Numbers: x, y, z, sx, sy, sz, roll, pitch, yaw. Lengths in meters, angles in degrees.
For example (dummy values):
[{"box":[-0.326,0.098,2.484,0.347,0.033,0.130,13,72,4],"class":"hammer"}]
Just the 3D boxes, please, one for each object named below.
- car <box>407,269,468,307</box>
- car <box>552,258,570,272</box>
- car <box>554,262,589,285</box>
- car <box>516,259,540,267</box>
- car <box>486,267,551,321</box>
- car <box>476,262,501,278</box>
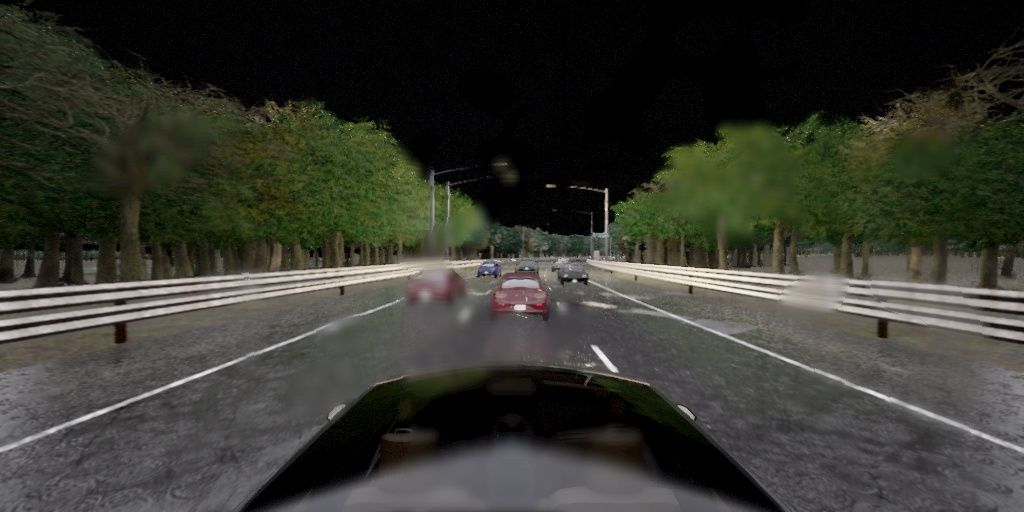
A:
[{"box":[-3.095,1.271,15.479,1.812,1.442,4.674,0,0,2],"class":"car"},{"box":[6.264,1.309,47.410,1.994,1.385,4.181,0,0,7],"class":"car"},{"box":[4.310,1.349,26.002,1.895,1.301,4.718,0,0,4],"class":"car"},{"box":[1.425,1.098,32.838,2.097,1.767,4.553,0,0,4],"class":"car"},{"box":[0.302,1.275,12.346,1.812,1.442,4.674,0,0,2],"class":"car"},{"box":[-2.060,1.268,33.383,1.812,1.442,4.674,0,0,4],"class":"car"}]
